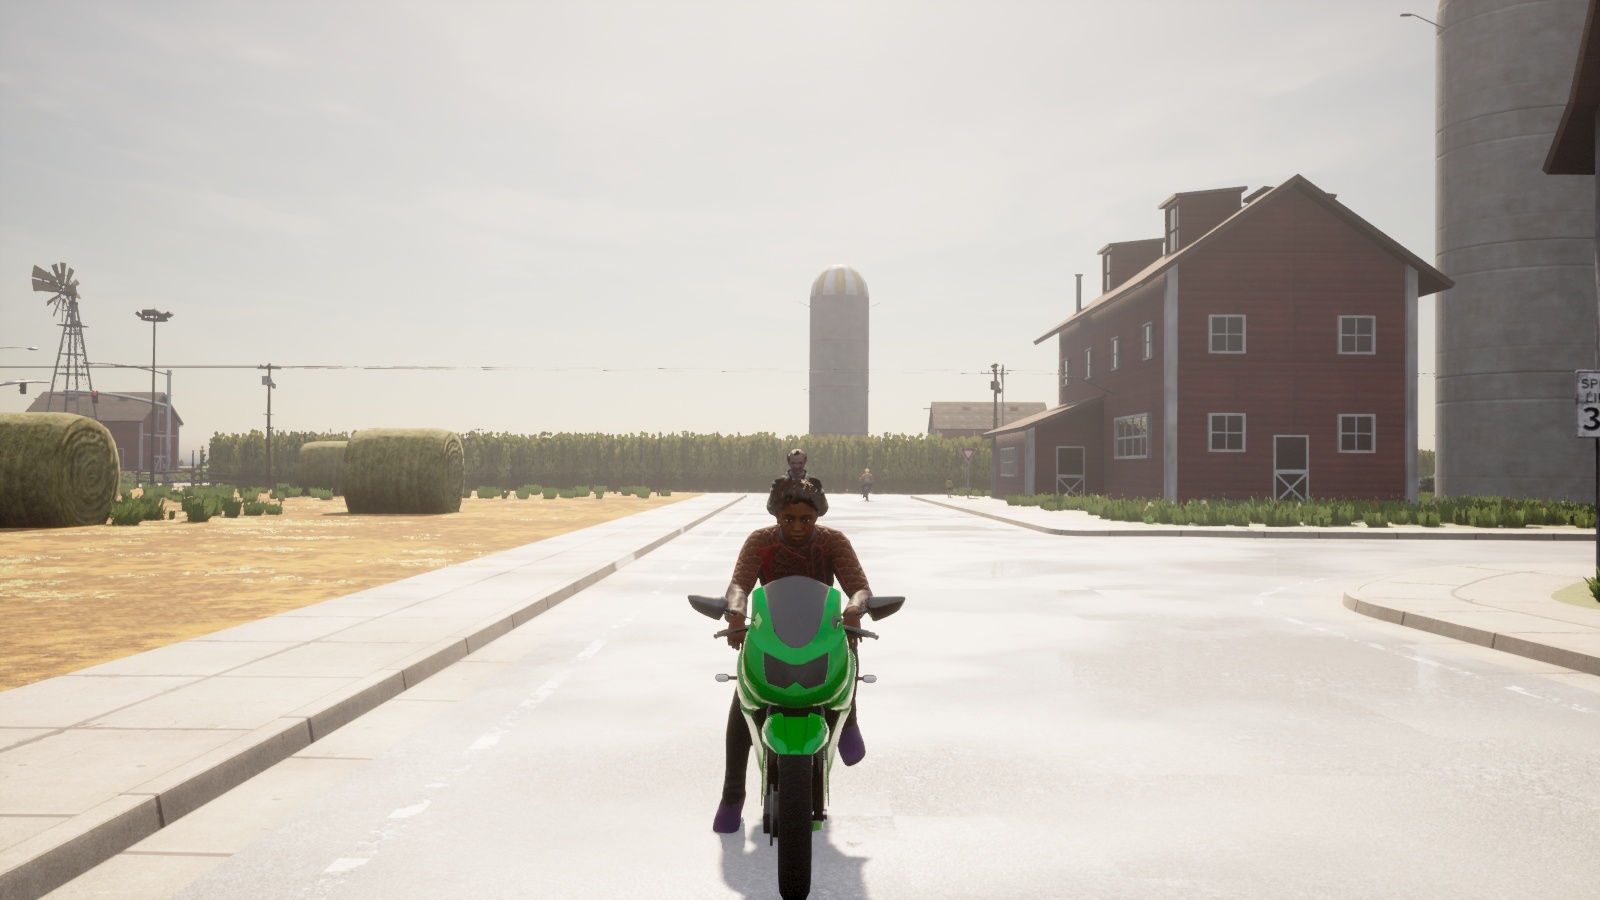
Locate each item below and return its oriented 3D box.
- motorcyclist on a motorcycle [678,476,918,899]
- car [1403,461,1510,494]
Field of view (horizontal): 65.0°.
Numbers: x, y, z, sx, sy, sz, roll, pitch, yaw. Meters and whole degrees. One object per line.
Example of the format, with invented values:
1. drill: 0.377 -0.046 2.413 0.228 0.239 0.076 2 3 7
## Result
1. motorcyclist on a motorcycle: -0.009 0.878 5.209 0.797 1.523 2.044 0 -1 0
2. car: 41.134 1.726 78.765 5.566 2.045 2.150 0 -1 1
